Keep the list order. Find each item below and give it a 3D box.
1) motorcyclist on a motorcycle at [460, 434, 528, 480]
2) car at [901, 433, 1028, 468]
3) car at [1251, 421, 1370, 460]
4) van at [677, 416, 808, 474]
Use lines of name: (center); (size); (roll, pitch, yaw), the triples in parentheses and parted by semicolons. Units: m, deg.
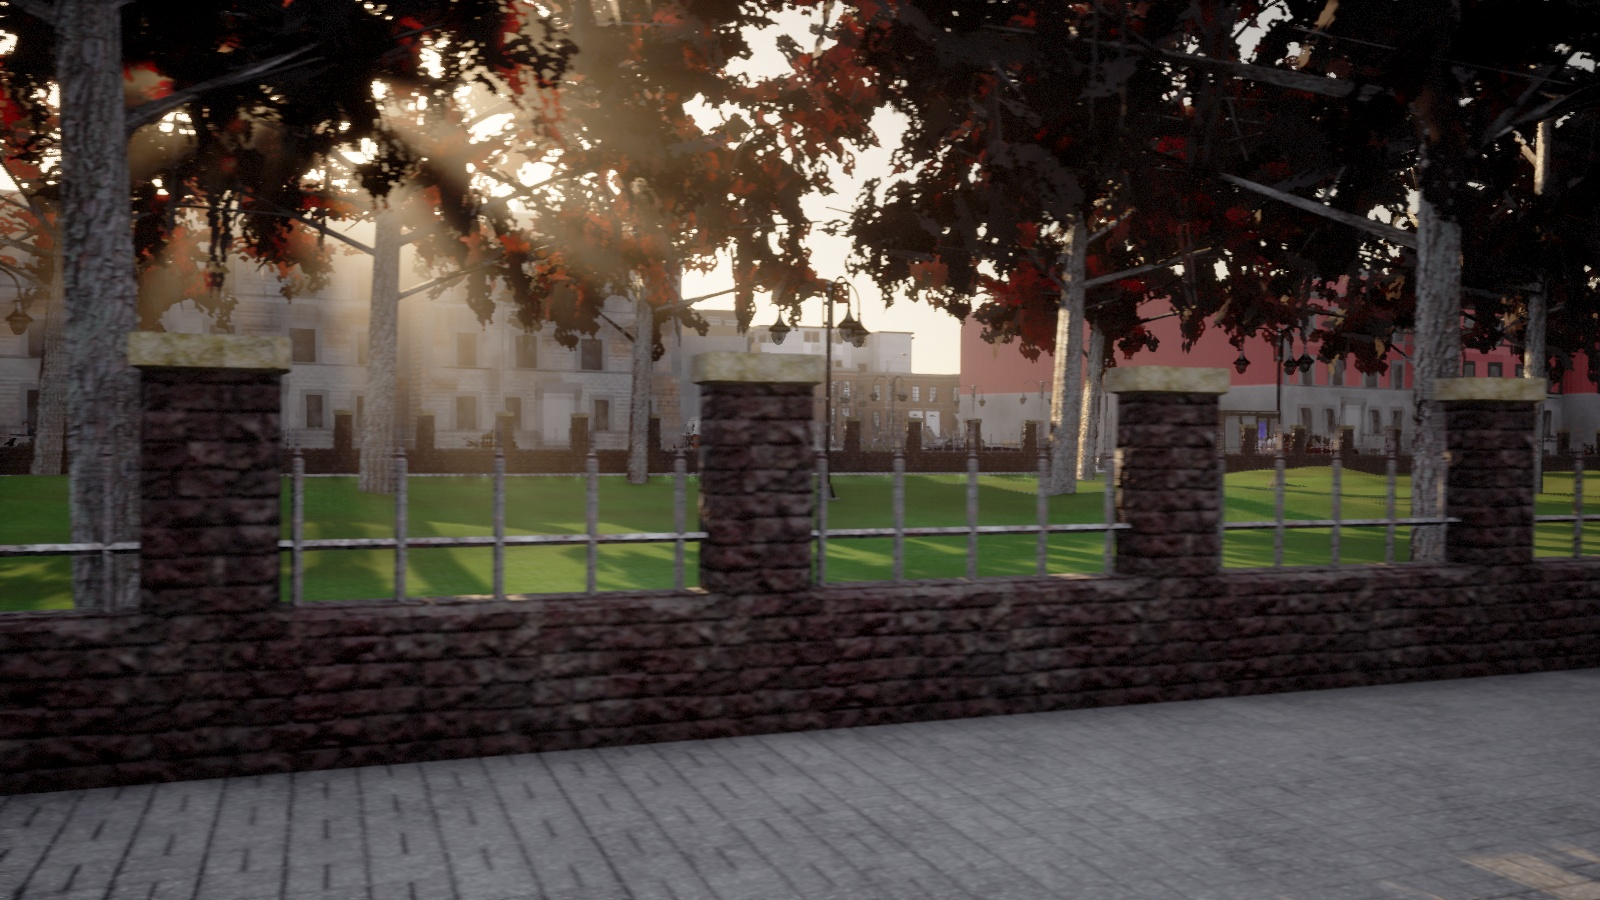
motorcyclist on a motorcycle: (-10.686, 0.235, 43.864); (2.191, 1.530, 0.866); (-1, 1, -21)
car: (6.612, 0.006, 50.455); (4.718, 1.301, 1.895); (-1, 1, -21)
car: (23.042, -0.444, 56.693); (4.856, 1.649, 2.033); (-1, 1, -21)
van: (-2.162, -0.220, 47.111); (4.480, 2.038, 2.069); (-1, 1, -21)
